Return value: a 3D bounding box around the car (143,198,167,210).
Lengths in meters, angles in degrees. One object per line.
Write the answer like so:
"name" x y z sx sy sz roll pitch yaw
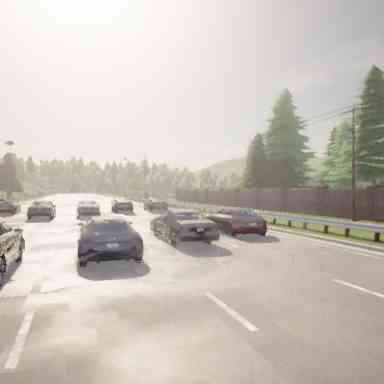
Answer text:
"car" -3.925 1.347 35.258 2.128 1.511 4.902 0 0 -19

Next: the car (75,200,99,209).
"car" -8.839 1.404 28.148 2.033 1.411 5.357 0 0 -19

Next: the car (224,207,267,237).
"car" 2.252 1.513 17.829 1.994 1.385 4.181 0 0 -19

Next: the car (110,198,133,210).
"car" -7.225 1.335 34.093 2.128 1.511 4.902 0 0 -19

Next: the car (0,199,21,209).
"car" -17.302 1.368 31.068 1.994 1.385 4.181 0 0 -20

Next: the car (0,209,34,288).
"car" -5.673 1.434 8.693 2.128 1.511 4.902 0 0 -19

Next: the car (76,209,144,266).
"car" -2.961 1.509 11.549 1.994 1.385 4.181 0 0 -19

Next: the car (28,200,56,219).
"car" -12.140 1.392 26.983 2.033 1.411 5.357 0 0 -19

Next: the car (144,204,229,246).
"car" -0.521 1.492 15.177 2.033 1.411 5.357 0 0 -19
